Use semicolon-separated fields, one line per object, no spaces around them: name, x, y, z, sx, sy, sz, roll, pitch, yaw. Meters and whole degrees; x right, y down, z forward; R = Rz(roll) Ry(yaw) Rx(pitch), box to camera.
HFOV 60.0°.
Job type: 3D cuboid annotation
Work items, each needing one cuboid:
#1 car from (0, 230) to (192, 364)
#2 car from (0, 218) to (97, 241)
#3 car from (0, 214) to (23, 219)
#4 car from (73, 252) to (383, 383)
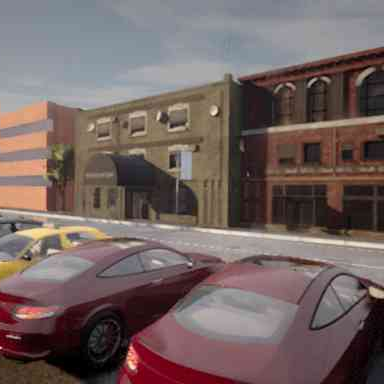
car;-1.063;1.527;5.838;2.002;1.452;4.674;0;0;37
car;-3.433;1.478;7.388;1.946;1.575;5.366;0;0;37
car;-5.579;1.477;9.236;2.097;1.535;5.008;0;0;37
car;1.197;1.532;4.142;2.002;1.452;4.674;0;0;37
